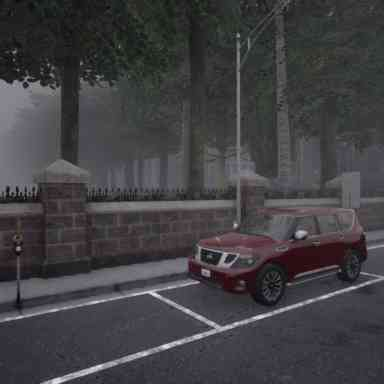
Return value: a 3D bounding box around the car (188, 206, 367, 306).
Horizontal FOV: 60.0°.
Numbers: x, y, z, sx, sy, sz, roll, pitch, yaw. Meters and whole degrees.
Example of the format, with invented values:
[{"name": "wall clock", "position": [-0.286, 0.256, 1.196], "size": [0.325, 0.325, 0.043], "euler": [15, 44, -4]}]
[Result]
[{"name": "car", "position": [2.326, 1.314, 8.194], "size": [5.009, 1.841, 2.192], "euler": [0, 0, -36]}]
